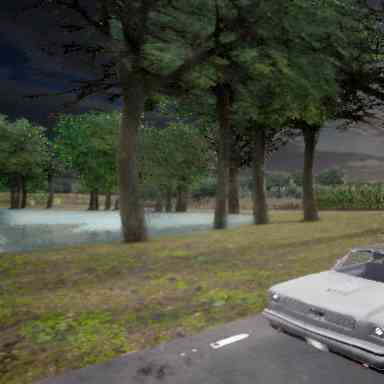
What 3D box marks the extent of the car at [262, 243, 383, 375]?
[{"bbox_3d":[3.367,1.605,5.473,4.718,1.301,1.895,0,0,-35],"label":"car"}]
